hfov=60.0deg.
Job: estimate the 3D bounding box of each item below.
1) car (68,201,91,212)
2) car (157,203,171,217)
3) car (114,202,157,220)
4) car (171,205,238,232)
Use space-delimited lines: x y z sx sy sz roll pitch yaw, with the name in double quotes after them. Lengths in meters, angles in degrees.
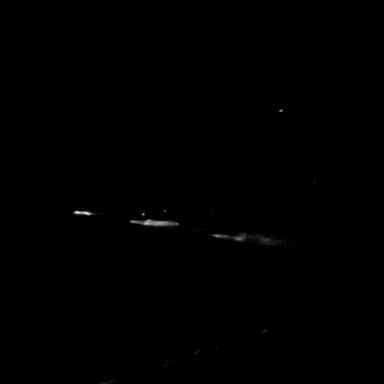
-14.894 1.842 43.892 1.994 1.385 4.181 0 0 -36 "car"
-3.710 1.773 33.203 1.994 1.385 4.181 0 0 -36 "car"
-5.678 1.711 31.035 2.128 1.511 4.902 0 0 -36 "car"
0.885 1.654 21.760 1.882 1.535 5.008 0 0 -35 "car"
